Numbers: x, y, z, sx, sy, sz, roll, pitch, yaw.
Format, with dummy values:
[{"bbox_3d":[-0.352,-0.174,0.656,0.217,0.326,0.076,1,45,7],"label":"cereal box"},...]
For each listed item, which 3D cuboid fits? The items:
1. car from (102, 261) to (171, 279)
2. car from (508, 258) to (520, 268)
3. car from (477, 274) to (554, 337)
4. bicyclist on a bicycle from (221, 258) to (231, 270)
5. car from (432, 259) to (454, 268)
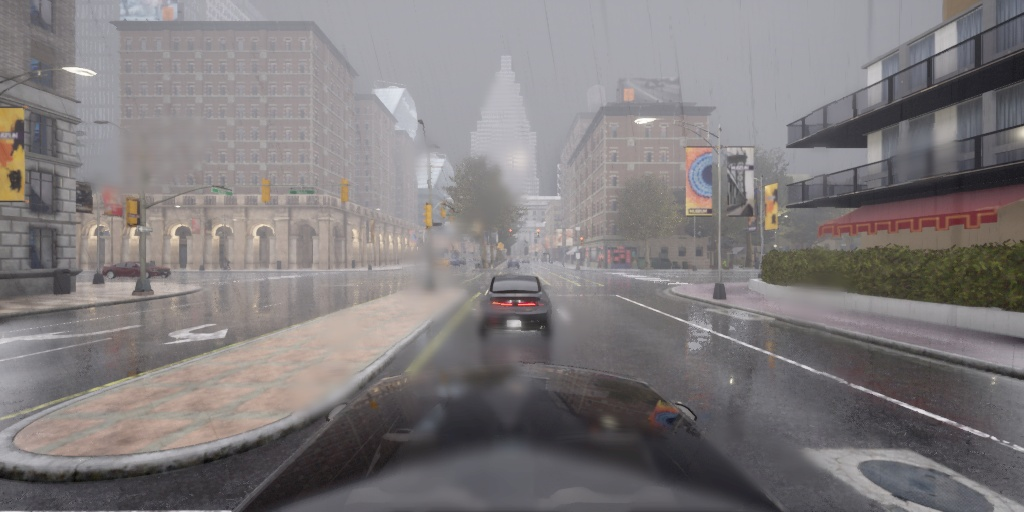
[{"bbox_3d":[-33.650,1.228,32.251,5.008,1.535,1.882,0,0,0],"label":"car"},{"bbox_3d":[0.265,1.275,63.020,1.812,1.442,4.674,0,0,0],"label":"car"},{"bbox_3d":[0.096,1.255,10.292,1.837,1.490,4.892,0,0,0],"label":"car"},{"bbox_3d":[-37.198,1.050,46.709,0.582,1.620,1.656,0,0,0],"label":"bicyclist on a bicycle"},{"bbox_3d":[-11.443,1.228,59.624,1.882,1.535,5.008,0,0,0],"label":"car"}]
